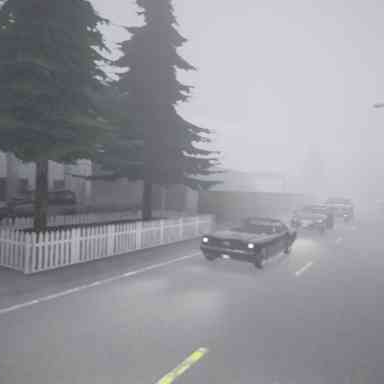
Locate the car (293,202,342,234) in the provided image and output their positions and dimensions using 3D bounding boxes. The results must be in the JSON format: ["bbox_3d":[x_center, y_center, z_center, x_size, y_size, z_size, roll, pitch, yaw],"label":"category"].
[{"bbox_3d":[7.416,1.576,20.210,2.128,1.511,4.902,3,1,31],"label":"car"}]

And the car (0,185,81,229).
[{"bbox_3d":[-7.475,0.792,16.656,1.905,1.878,3.866,3,1,30],"label":"car"}]

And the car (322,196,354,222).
[{"bbox_3d":[12.786,1.421,29.058,2.150,2.045,5.566,3,1,31],"label":"car"}]

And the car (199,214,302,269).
[{"bbox_3d":[2.122,1.573,11.454,1.895,1.301,4.718,3,1,31],"label":"car"}]

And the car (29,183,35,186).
[{"bbox_3d":[-32.174,-0.972,66.781,3.633,1.501,1.845,3,1,30],"label":"car"}]

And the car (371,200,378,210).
[{"bbox_3d":[30.722,2.120,54.398,1.882,1.535,5.008,3,1,20],"label":"car"}]

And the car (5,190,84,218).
[{"bbox_3d":[-10.151,0.751,23.269,2.242,1.667,4.611,3,1,30],"label":"car"}]

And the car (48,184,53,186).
[{"bbox_3d":[-35.545,-1.272,82.693,3.806,1.475,1.970,3,1,30],"label":"car"}]

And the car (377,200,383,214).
[{"bbox_3d":[25.775,2.120,43.587,2.033,1.411,5.357,3,1,30],"label":"car"}]
